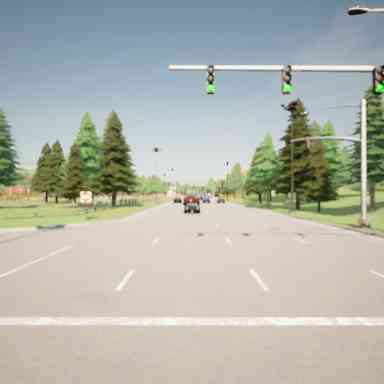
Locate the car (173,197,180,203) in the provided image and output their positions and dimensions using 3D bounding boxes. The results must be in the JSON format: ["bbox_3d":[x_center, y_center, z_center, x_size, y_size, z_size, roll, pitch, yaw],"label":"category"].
[{"bbox_3d":[-3.474,2.018,80.963,1.882,1.535,5.008,0,0,0],"label":"car"}]

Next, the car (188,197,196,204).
[{"bbox_3d":[0.026,2.018,80.962,1.882,1.535,5.008,0,0,0],"label":"car"}]

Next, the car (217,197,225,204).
[{"bbox_3d":[7.026,2.066,80.960,2.128,1.511,4.902,0,0,0],"label":"car"}]

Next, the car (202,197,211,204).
[{"bbox_3d":[3.526,2.065,80.961,1.812,1.442,4.674,0,0,0],"label":"car"}]

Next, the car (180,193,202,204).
[{"bbox_3d":[-0.020,0.821,39.624,1.812,1.442,4.674,1,-1,3],"label":"car"}]

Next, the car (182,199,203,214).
[{"bbox_3d":[0.022,1.920,39.545,1.895,1.301,4.718,1,0,0],"label":"car"}]
